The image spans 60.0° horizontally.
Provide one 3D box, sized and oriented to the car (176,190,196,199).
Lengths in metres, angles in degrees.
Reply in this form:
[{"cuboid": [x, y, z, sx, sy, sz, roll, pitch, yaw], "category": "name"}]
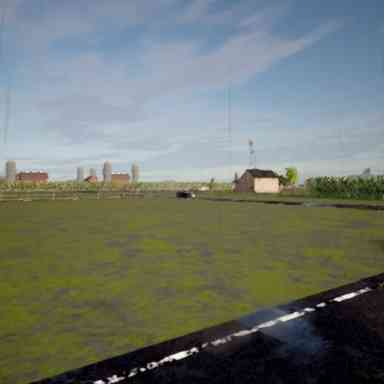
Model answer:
[{"cuboid": [-1.088, 0.431, 62.463, 2.128, 1.511, 4.902, -1, 2, -36], "category": "car"}]
